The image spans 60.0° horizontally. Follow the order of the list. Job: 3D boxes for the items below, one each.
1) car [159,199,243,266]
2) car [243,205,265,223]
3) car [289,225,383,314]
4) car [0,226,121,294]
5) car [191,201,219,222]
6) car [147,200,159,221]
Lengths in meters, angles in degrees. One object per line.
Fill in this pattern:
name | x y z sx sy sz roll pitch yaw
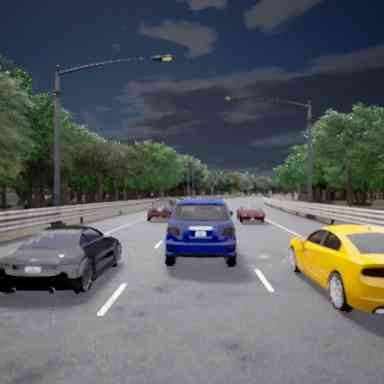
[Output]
car | 0.325 1.257 11.861 2.150 2.045 5.566 0 0 2
car | 4.560 1.687 26.444 1.895 1.301 4.718 0 0 4
car | 3.720 1.504 7.762 1.882 1.535 5.008 0 0 1
car | -3.251 1.587 8.909 1.994 1.385 4.181 0 0 1
car | 1.176 1.579 28.089 2.128 1.511 4.902 0 0 4
car | -2.339 1.435 27.926 2.097 1.767 4.553 0 0 4
